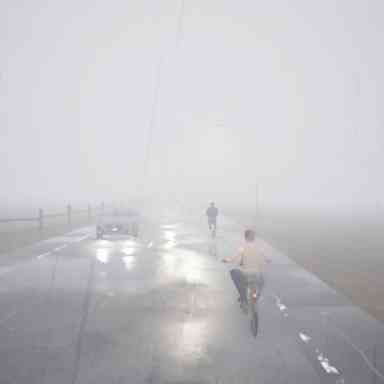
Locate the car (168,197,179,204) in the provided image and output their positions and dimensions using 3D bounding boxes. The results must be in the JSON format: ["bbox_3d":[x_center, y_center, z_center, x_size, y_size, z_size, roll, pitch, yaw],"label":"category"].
[{"bbox_3d":[-3.496,1.664,64.855,2.033,1.411,5.357,0,0,0],"label":"car"}]

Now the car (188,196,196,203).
[{"bbox_3d":[0.006,1.696,77.737,1.837,1.490,4.892,0,0,0],"label":"car"}]

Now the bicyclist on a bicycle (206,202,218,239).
[{"bbox_3d":[0.966,1.350,16.024,0.659,1.776,1.843,0,0,0],"label":"bicyclist on a bicycle"}]

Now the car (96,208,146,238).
[{"bbox_3d":[-3.598,1.543,17.409,1.994,1.385,4.181,0,0,0],"label":"car"}]

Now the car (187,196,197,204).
[{"bbox_3d":[0.005,1.623,67.478,2.128,1.511,4.902,0,0,0],"label":"car"}]

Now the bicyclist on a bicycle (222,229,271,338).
[{"bbox_3d":[0.956,1.425,5.619,0.866,1.612,1.509,0,0,0],"label":"bicyclist on a bicycle"}]
